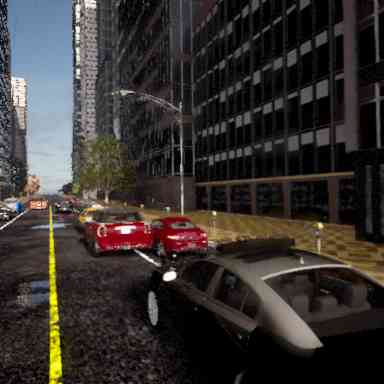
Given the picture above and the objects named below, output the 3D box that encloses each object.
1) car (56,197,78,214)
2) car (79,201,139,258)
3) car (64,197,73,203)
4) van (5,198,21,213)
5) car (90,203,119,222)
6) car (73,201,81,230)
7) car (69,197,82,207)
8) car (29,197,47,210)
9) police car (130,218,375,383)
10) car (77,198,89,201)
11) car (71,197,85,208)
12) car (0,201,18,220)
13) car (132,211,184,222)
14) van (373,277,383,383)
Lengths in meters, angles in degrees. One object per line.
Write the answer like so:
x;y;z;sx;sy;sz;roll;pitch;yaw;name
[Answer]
-15.073;1.708;39.217;2.128;1.511;4.902;-1;0;-23;car
-3.148;1.392;13.466;2.097;1.767;4.553;-1;0;-24;car
-29.954;1.910;80.750;1.887;1.381;4.507;-1;0;-23;car
-21.976;1.661;40.824;1.690;1.788;3.998;-1;0;-23;van
-7.546;1.688;28.421;1.802;1.307;4.206;-1;0;-23;car
-5.552;1.533;19.211;1.801;1.575;5.366;-1;0;-23;car
-20.992;1.713;59.818;1.967;1.590;4.097;-1;0;-23;car
-22.767;1.670;49.501;2.097;1.767;4.553;-1;0;-23;car
0.777;1.406;4.429;1.930;1.638;5.238;-1;0;-23;police car
-12.028;1.719;38.887;2.008;1.369;4.403;-1;0;-23;car
-18.751;1.688;54.586;1.967;1.590;4.097;-1;0;-23;car
-17.492;1.813;30.358;2.008;1.369;4.403;-1;0;-23;car
-0.824;1.586;12.722;1.802;1.307;4.206;-1;0;-23;car
3.653;1.277;2.258;1.690;1.788;3.998;-1;0;-23;van
